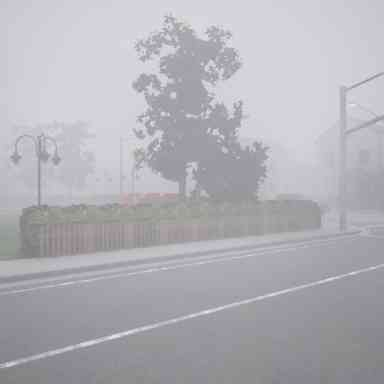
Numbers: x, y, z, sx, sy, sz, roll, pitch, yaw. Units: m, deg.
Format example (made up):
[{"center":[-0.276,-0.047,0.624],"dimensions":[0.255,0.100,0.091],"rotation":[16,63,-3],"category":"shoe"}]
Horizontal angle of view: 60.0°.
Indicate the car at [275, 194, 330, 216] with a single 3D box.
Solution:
[{"center":[10.602,1.221,32.559],"dimensions":[2.150,2.045,5.566],"rotation":[0,0,-35],"category":"car"}]
